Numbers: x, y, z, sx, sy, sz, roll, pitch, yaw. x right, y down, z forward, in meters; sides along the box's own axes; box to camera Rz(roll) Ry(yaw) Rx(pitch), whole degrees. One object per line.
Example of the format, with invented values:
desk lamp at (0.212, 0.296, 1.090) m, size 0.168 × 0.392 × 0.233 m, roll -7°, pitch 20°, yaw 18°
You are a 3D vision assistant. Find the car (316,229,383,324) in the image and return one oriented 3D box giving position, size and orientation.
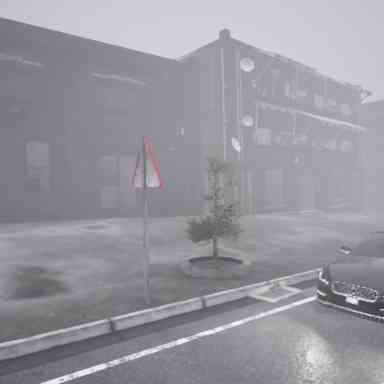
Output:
car at (4.511, 1.542, 6.918) m, size 4.892 × 1.490 × 1.837 m, roll 1°, pitch 0°, yaw -38°
